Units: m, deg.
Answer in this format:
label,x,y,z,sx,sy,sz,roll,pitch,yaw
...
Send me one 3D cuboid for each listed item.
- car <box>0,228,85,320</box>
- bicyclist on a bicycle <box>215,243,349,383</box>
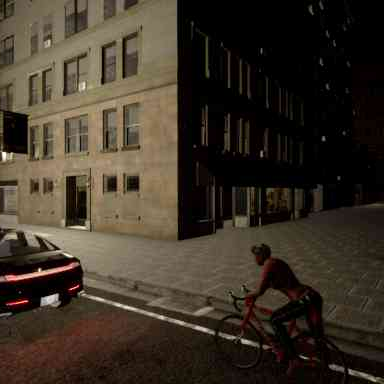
label,x,y,z,sx,sy,sz,roll,pitch,yaw
car,-4.211,1.493,6.693,4.902,1.511,2.128,0,0,36
bicyclist on a bicycle,0.976,1.453,3.968,1.656,1.620,0.582,0,0,36
